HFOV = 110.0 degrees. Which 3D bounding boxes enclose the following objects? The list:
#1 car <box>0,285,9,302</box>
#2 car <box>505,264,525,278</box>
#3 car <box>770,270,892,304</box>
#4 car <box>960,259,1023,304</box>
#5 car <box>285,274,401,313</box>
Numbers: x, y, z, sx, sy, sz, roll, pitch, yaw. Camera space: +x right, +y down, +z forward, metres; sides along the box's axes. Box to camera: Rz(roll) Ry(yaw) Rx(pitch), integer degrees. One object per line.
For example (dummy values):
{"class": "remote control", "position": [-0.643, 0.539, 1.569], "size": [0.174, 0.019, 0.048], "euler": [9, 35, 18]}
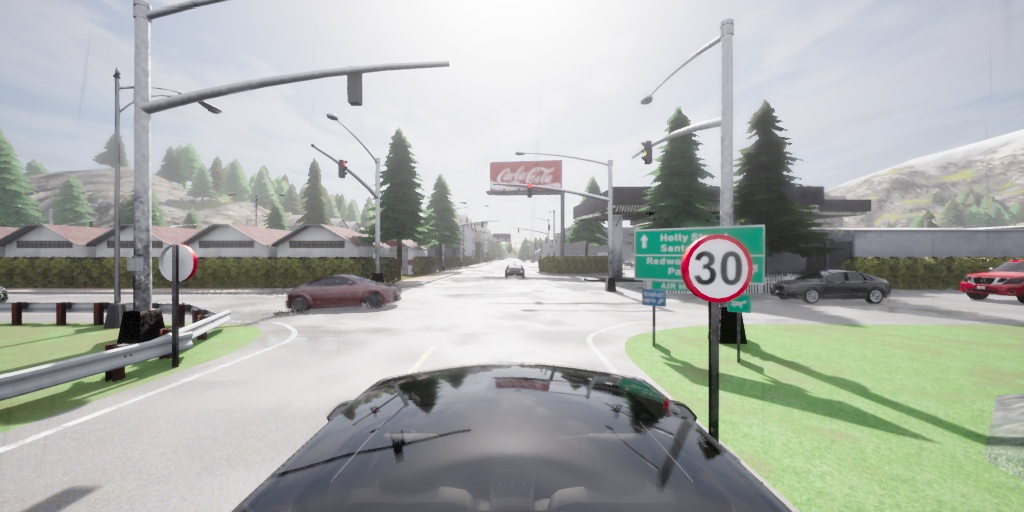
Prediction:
{"class": "car", "position": [-23.053, 1.293, 14.063], "size": [4.553, 1.767, 2.097], "euler": [0, 0, 1]}
{"class": "car", "position": [0.323, 1.448, 35.290], "size": [1.895, 1.301, 4.718], "euler": [1, 0, 1]}
{"class": "car", "position": [15.201, 1.446, 17.248], "size": [4.892, 1.490, 1.837], "euler": [0, 0, 1]}
{"class": "car", "position": [25.171, 1.163, 17.117], "size": [5.566, 2.045, 2.150], "euler": [0, 0, 0]}
{"class": "car", "position": [-6.686, 1.424, 14.475], "size": [4.181, 1.385, 1.994], "euler": [-2, 0, -9]}
